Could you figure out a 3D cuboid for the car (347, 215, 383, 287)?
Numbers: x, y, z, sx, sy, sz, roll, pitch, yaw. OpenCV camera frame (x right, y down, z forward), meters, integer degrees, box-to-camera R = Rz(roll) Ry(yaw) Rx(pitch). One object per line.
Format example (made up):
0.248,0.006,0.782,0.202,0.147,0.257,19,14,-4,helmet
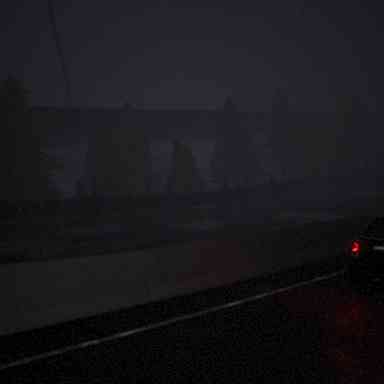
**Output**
5.684,1.208,7.799,4.553,1.767,2.097,-2,1,-35,car
